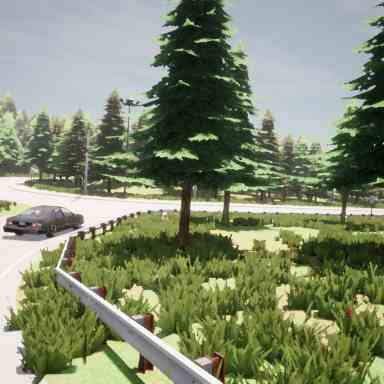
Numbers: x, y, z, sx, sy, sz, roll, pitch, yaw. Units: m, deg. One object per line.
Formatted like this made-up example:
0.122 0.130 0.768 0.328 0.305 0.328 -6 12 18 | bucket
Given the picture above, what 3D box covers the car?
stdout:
-7.395 1.410 17.289 2.033 1.411 5.357 4 1 3 | car
